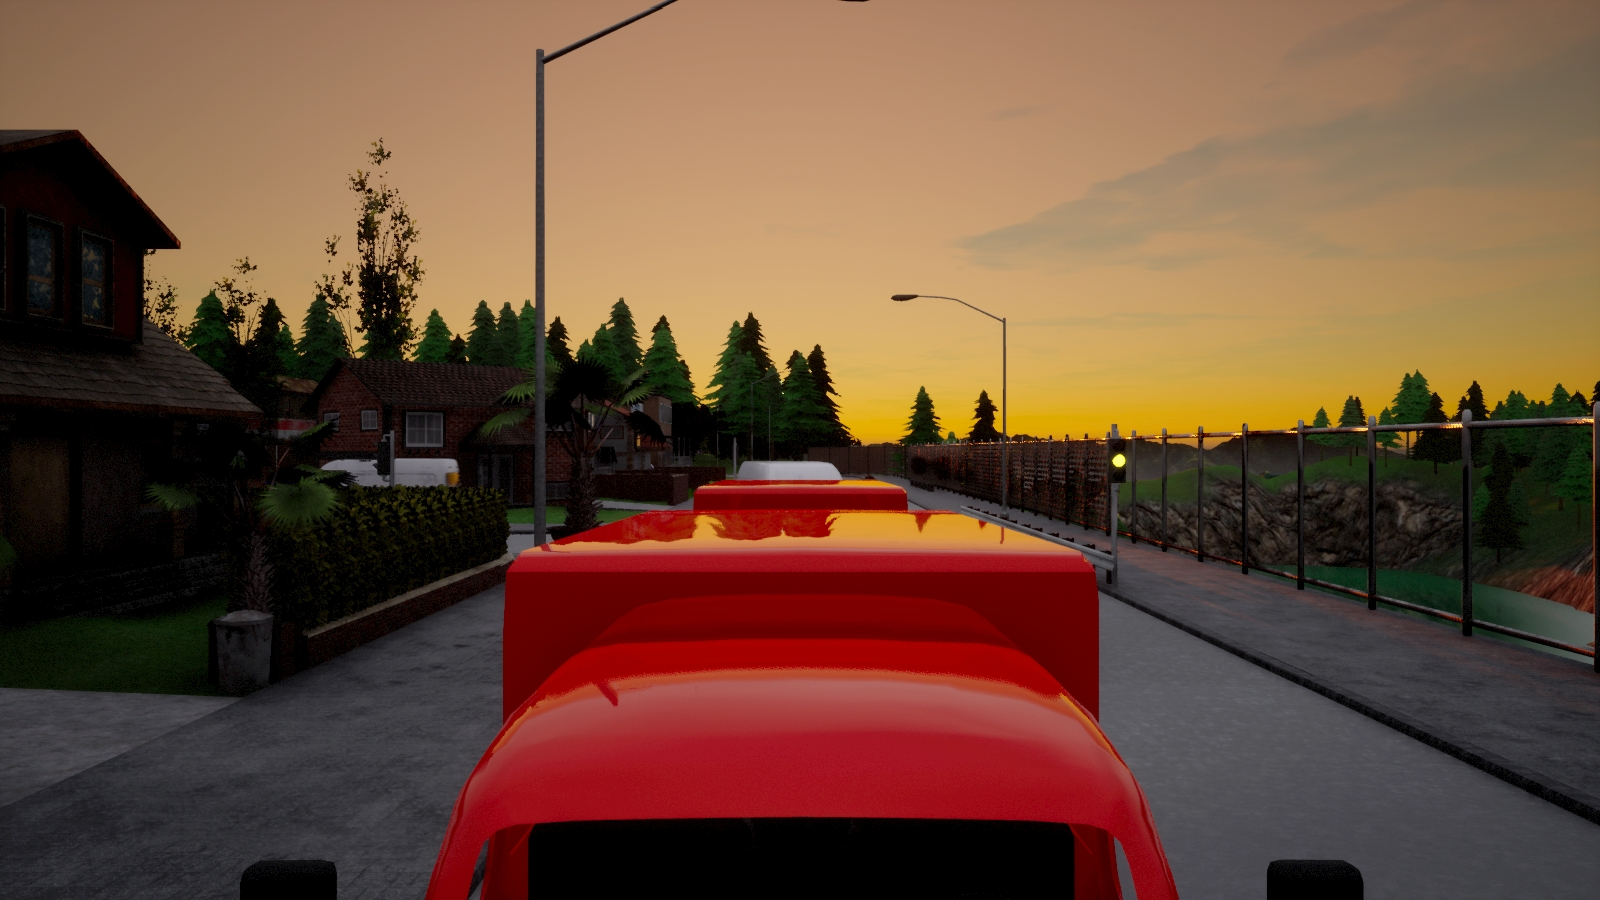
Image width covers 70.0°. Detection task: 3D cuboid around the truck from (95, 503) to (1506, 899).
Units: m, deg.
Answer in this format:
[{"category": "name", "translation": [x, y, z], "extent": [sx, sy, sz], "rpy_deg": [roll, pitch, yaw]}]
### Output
[{"category": "truck", "translation": [-0.001, 1.570, 4.728], "extent": [2.627, 2.467, 5.204], "rpy_deg": [0, 0, 0]}]

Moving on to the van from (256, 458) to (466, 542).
[{"category": "van", "translation": [-13.846, 1.548, 36.278], "extent": [5.915, 2.561, 1.988], "rpy_deg": [0, 0, 0]}]

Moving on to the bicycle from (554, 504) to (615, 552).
[{"category": "bicycle", "translation": [-6.027, 2.170, 32.019], "extent": [1.487, 1.276, 0.859], "rpy_deg": [0, 0, 8]}]
